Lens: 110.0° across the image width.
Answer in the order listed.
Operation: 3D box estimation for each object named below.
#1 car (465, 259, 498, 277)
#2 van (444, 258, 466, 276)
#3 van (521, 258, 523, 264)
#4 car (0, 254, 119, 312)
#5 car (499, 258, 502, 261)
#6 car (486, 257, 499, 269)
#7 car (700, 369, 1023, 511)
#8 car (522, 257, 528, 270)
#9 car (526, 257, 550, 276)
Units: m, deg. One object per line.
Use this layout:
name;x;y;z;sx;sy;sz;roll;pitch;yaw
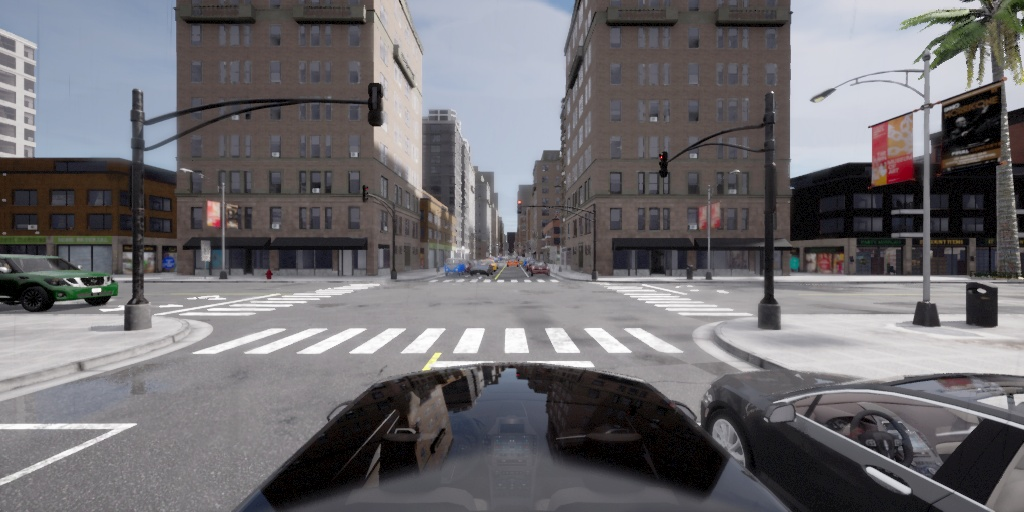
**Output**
car;-2.997;1.299;36.621;2.033;1.411;5.357;0;0;4
van;-5.783;1.093;36.431;1.690;1.789;3.998;0;0;0
van;2.798;1.094;59.090;1.690;1.789;3.998;0;0;0
car;-18.522;0.949;13.578;5.566;2.045;2.150;0;0;0
car;-2.969;1.354;56.241;1.895;1.301;4.718;0;0;0
car;-3.001;1.231;46.323;1.882;1.535;5.008;0;0;0
car;2.668;1.300;1.763;2.007;1.370;4.403;0;0;0
car;2.771;1.193;47.751;1.967;1.591;4.097;0;0;0
car;2.743;1.192;36.413;1.967;1.591;4.097;0;0;0
